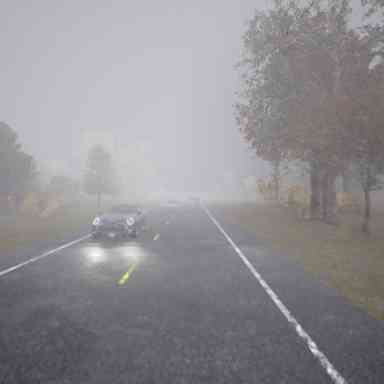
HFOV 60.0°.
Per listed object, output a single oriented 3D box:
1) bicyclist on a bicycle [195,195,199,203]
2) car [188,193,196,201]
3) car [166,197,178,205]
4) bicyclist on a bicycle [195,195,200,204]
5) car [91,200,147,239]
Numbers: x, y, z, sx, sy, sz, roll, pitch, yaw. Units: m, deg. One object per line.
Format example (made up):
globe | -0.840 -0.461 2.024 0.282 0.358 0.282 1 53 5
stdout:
bicyclist on a bicycle | 0.967 1.364 65.612 0.866 1.612 1.509 0 0 0
car | 0.008 1.451 80.937 1.895 1.301 4.718 0 0 0
car | -3.528 1.500 59.297 1.994 1.385 4.181 0 0 1
bicyclist on a bicycle | 0.974 1.377 56.431 0.866 1.612 1.509 0 0 0
car | -3.597 1.338 17.135 2.097 1.767 4.553 0 0 0
